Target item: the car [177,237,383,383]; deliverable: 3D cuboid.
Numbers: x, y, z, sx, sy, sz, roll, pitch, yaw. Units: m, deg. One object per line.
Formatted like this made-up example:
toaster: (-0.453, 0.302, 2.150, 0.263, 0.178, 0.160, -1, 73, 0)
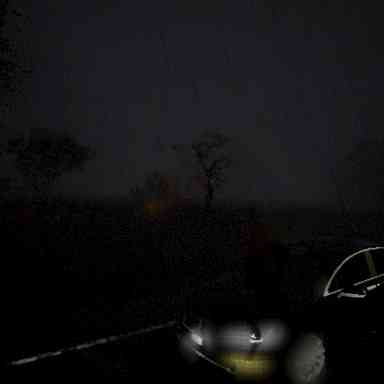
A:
car: (2.057, 1.554, 5.406, 4.892, 1.490, 1.837, 1, 0, -35)
